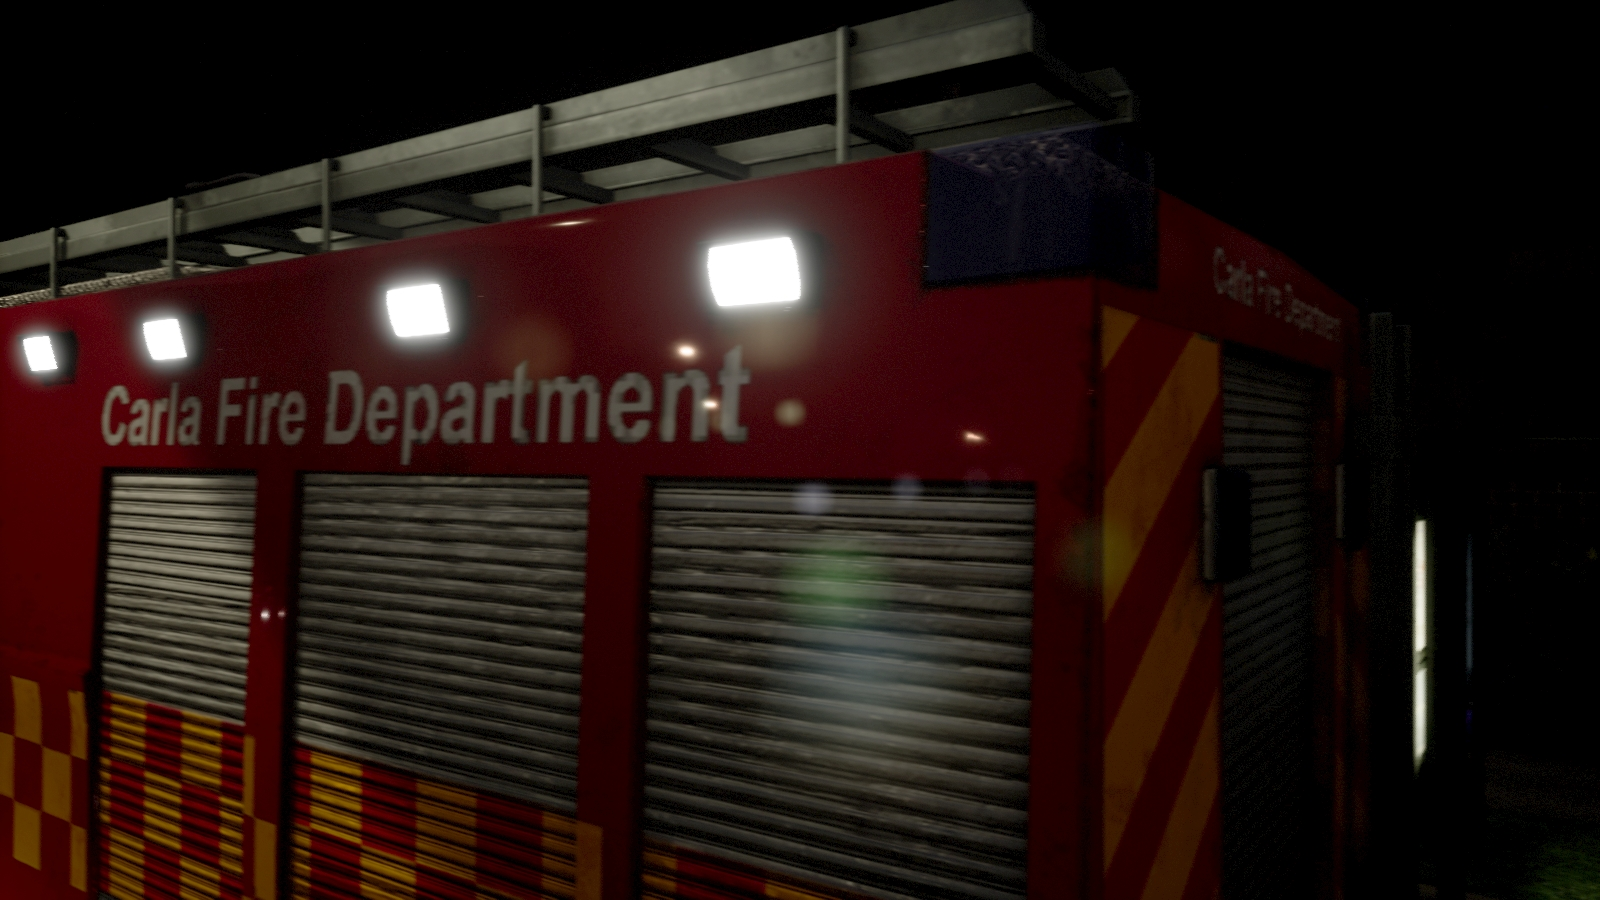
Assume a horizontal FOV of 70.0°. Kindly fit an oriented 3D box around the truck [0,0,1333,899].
[{"bbox_3d":[-2.458,0.906,5.193,8.468,3.827,2.891,0,0,35],"label":"truck"}]
